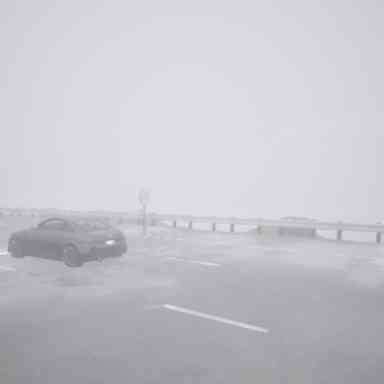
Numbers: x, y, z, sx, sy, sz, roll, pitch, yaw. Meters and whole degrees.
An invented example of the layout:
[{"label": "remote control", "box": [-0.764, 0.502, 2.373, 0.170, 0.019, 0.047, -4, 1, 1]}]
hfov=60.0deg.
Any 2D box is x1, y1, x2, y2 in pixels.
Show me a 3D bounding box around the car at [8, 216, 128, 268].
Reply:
[{"label": "car", "box": [-4.149, 1.479, 10.997, 4.181, 1.385, 1.994, 0, 0, 32]}]
